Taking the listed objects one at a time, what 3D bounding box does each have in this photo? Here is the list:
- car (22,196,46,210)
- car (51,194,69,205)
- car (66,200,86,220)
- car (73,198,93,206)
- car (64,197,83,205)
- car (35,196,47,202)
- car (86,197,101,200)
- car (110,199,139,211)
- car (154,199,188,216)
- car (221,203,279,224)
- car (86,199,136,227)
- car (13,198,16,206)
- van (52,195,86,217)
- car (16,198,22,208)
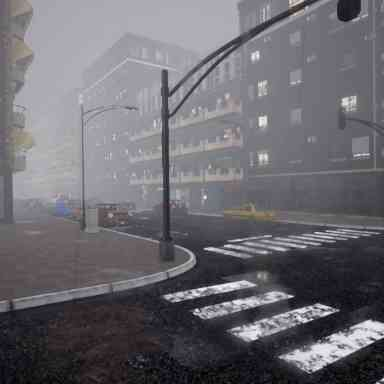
[{"bbox_3d":[-21.935,1.628,46.456,1.967,1.590,4.097,-1,1,-36],"label":"car"},{"bbox_3d":[-22.651,1.351,57.395,2.150,2.045,5.566,-1,1,-36],"label":"car"},{"bbox_3d":[-8.946,1.652,28.321,1.752,1.417,4.829,-1,1,-36],"label":"car"},{"bbox_3d":[-18.343,1.644,55.835,1.947,1.339,4.313,-1,1,-36],"label":"car"},{"bbox_3d":[-21.565,1.646,60.334,2.008,1.369,4.403,-1,1,-36],"label":"car"},{"bbox_3d":[-37.676,1.728,82.832,1.887,1.381,4.507,-1,1,-36],"label":"car"},{"bbox_3d":[-15.122,1.502,51.334,1.967,1.590,4.097,-1,1,-36],"label":"car"},{"bbox_3d":[-8.676,1.582,42.336,2.008,1.369,4.403,-1,1,-36],"label":"car"},{"bbox_3d":[-2.233,1.441,33.336,1.967,1.590,4.097,-1,1,-36],"label":"car"},{"bbox_3d":[4.114,1.498,24.477,1.752,1.417,4.829,-1,1,-36],"label":"car"},{"bbox_3d":[-5.824,1.553,23.960,1.967,1.590,4.097,-1,1,-36],"label":"car"},{"bbox_3d":[-31.600,1.783,59.956,1.887,1.381,4.507,-1,1,-36],"label":"car"},{"bbox_3d":[-12.270,1.483,32.957,1.690,1.788,3.998,-1,1,-36],"label":"van"},{"bbox_3d":[-25.155,1.770,50.956,1.947,1.339,4.313,-1,1,-36],"label":"car"}]
